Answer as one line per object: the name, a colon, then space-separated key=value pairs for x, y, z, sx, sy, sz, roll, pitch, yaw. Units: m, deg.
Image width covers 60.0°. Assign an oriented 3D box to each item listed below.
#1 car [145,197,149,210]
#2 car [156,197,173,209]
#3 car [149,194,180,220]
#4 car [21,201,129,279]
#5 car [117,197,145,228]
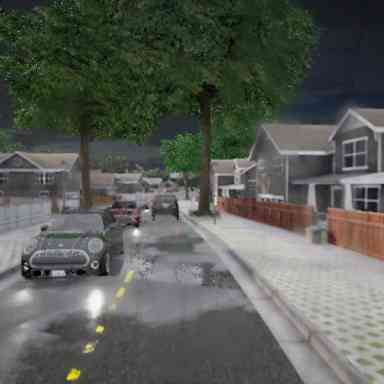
car: x=-6.347 y=1.434 z=41.951 sx=1.837 sy=1.490 sz=4.892 roll=0 pitch=0 yaw=-4
car: x=-3.651 y=1.404 z=44.483 sx=2.128 sy=1.511 sz=4.902 roll=0 pitch=0 yaw=-4
car: x=-2.228 y=1.161 z=27.756 sx=2.150 sy=2.045 sz=5.566 roll=0 pitch=0 yaw=-6
car: x=-3.338 y=1.339 z=10.151 sx=2.097 sy=1.767 sz=4.553 roll=0 pitch=0 yaw=-4
car: x=-4.387 y=1.315 z=21.722 sx=2.097 sy=1.767 sz=4.553 roll=0 pitch=0 yaw=-6
